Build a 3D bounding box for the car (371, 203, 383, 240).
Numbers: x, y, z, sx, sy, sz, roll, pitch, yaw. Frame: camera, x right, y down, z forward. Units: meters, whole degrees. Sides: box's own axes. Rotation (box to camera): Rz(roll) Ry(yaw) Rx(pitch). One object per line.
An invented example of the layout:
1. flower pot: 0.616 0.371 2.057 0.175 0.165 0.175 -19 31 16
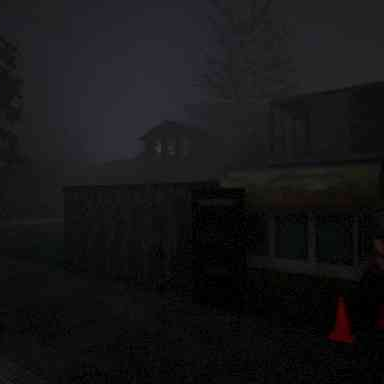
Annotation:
1. car: 6.423 0.990 9.886 3.866 1.878 1.905 0 0 -19
